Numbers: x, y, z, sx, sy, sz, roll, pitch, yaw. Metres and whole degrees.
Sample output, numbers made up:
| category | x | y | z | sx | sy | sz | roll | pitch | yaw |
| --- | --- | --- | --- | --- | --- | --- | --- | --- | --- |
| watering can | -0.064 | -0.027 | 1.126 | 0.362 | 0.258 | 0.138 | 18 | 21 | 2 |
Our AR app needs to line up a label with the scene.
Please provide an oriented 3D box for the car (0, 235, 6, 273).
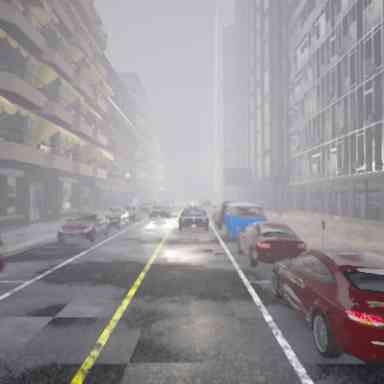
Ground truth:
| category | x | y | z | sx | sy | sz | roll | pitch | yaw |
| --- | --- | --- | --- | --- | --- | --- | --- | --- | --- |
| car | -5.303 | 1.346 | 5.734 | 2.192 | 1.841 | 5.009 | 1 | 0 | 0 |

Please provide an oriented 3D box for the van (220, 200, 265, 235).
| category | x | y | z | sx | sy | sz | roll | pitch | yaw |
| --- | --- | --- | --- | --- | --- | --- | --- | --- | --- |
| van | 2.583 | 1.436 | 16.811 | 1.690 | 1.788 | 3.998 | 1 | 0 | 0 |

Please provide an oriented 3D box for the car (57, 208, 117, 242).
| category | x | y | z | sx | sy | sz | roll | pitch | yaw |
| --- | --- | --- | --- | --- | --- | --- | --- | --- | --- |
| car | -5.300 | 1.677 | 16.803 | 1.802 | 1.307 | 4.206 | 1 | 0 | 0 |

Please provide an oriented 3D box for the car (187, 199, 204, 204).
| category | x | y | z | sx | sy | sz | roll | pitch | yaw |
| --- | --- | --- | --- | --- | --- | --- | --- | --- | --- |
| car | 0.114 | 1.838 | 40.049 | 1.895 | 1.301 | 4.718 | 0 | 0 | 0 |

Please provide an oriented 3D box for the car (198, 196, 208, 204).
| category | x | y | z | sx | sy | sz | roll | pitch | yaw |
| --- | --- | --- | --- | --- | --- | --- | --- | --- | --- |
| car | 2.613 | 1.825 | 77.704 | 2.192 | 1.841 | 5.009 | 0 | 0 | 0 |

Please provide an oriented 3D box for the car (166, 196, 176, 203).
| category | x | y | z | sx | sy | sz | roll | pitch | yaw |
| --- | --- | --- | --- | --- | --- | --- | --- | --- | --- |
| car | -5.264 | 1.868 | 83.236 | 2.192 | 1.841 | 5.009 | 0 | 0 | 0 |

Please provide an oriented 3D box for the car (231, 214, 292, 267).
| category | x | y | z | sx | sy | sz | roll | pitch | yaw |
| --- | --- | --- | --- | --- | --- | --- | --- | --- | --- |
| car | 2.577 | 1.644 | 11.276 | 1.802 | 1.307 | 4.206 | 1 | 0 | 0 |

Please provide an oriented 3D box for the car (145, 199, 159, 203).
| category | x | y | z | sx | sy | sz | roll | pitch | yaw |
| --- | --- | --- | --- | --- | --- | --- | --- | --- | --- |
| car | -5.288 | 1.775 | 38.948 | 1.887 | 1.381 | 4.507 | 1 | 0 | 0 |

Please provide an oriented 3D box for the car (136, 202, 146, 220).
| category | x | y | z | sx | sy | sz | roll | pitch | yaw |
| --- | --- | --- | --- | --- | --- | --- | --- | --- | --- |
| car | -5.294 | 1.743 | 27.876 | 1.802 | 1.307 | 4.206 | 1 | 0 | 0 |

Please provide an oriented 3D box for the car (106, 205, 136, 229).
| category | x | y | z | sx | sy | sz | roll | pitch | yaw |
| --- | --- | --- | --- | --- | --- | --- | --- | --- | --- |
| car | -5.297 | 1.678 | 22.339 | 2.008 | 1.369 | 4.403 | 1 | 0 | 0 |

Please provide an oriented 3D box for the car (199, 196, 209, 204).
| category | x | y | z | sx | sy | sz | roll | pitch | yaw |
| --- | --- | --- | --- | --- | --- | --- | --- | --- | --- |
| car | 2.603 | 1.949 | 61.094 | 1.947 | 1.339 | 4.313 | 0 | 0 | 0 |

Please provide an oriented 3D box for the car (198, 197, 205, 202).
| category | x | y | z | sx | sy | sz | roll | pitch | yaw |
| --- | --- | --- | --- | --- | --- | --- | --- | --- | --- |
| car | 2.620 | 2.171 | 94.480 | 1.752 | 1.417 | 4.829 | 0 | 0 | 0 |

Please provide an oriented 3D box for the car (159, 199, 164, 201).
| category | x | y | z | sx | sy | sz | roll | pitch | yaw |
| --- | --- | --- | --- | --- | --- | --- | --- | --- | --- |
| car | -5.284 | 1.707 | 44.484 | 1.967 | 1.590 | 4.097 | 1 | 0 | 0 |

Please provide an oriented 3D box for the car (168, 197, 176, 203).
| category | x | y | z | sx | sy | sz | roll | pitch | yaw |
| --- | --- | --- | --- | --- | --- | --- | --- | --- | --- |
| car | -5.263 | 2.148 | 88.771 | 2.008 | 1.369 | 4.403 | 0 | 0 | 0 |

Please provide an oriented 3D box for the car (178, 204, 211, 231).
| category | x | y | z | sx | sy | sz | roll | pitch | yaw |
| --- | --- | --- | --- | --- | --- | --- | --- | --- | --- |
| car | 0.105 | 1.725 | 21.777 | 1.895 | 1.301 | 4.718 | 0 | 0 | 0 |

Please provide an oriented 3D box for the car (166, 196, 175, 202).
| category | x | y | z | sx | sy | sz | roll | pitch | yaw |
| --- | --- | --- | --- | --- | --- | --- | --- | --- | --- |
| car | -5.271 | 1.907 | 72.163 | 1.967 | 1.590 | 4.097 | 0 | 0 | 0 |

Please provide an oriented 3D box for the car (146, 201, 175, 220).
| category | x | y | z | sx | sy | sz | roll | pitch | yaw |
| --- | --- | --- | --- | --- | --- | --- | --- | --- | --- |
| car | -2.832 | 1.777 | 30.381 | 1.895 | 1.301 | 4.718 | 0 | 0 | 0 |

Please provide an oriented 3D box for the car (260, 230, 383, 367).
| category | x | y | z | sx | sy | sz | roll | pitch | yaw |
| --- | --- | --- | --- | --- | --- | --- | --- | --- | --- |
| car | 2.575 | 1.614 | 5.740 | 1.802 | 1.307 | 4.206 | 1 | 0 | 0 |

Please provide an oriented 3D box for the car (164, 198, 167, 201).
| category | x | y | z | sx | sy | sz | roll | pitch | yaw |
| --- | --- | --- | --- | --- | --- | --- | --- | --- | --- |
| car | -5.283 | 1.849 | 50.020 | 1.887 | 1.381 | 4.507 | 0 | 0 | 0 |

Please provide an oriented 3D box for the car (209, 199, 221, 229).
| category | x | y | z | sx | sy | sz | roll | pitch | yaw |
| --- | --- | --- | --- | --- | --- | --- | --- | --- | --- |
| car | 2.585 | 1.443 | 22.347 | 2.192 | 1.841 | 5.009 | 1 | 0 | 0 |
